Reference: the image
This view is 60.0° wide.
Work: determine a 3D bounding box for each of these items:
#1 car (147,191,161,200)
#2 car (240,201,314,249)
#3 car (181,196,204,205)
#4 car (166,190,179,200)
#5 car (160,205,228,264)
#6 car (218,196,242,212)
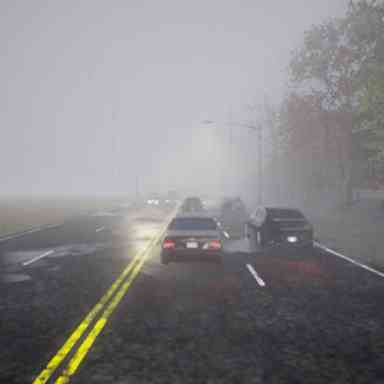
[{"bbox_3d":[-6.560,0.616,57.644,2.128,1.511,4.902,0,1,0],"label":"car"},{"bbox_3d":[3.305,1.290,13.307,1.837,1.490,4.892,0,0,1],"label":"car"},{"bbox_3d":[0.050,1.098,28.955,1.812,1.442,4.674,0,1,0],"label":"car"},{"bbox_3d":[-3.311,0.475,57.755,2.097,1.767,4.553,0,1,0],"label":"car"},{"bbox_3d":[0.023,1.385,11.099,2.033,1.411,5.357,0,1,1],"label":"car"},{"bbox_3d":[3.295,1.068,28.298,2.128,1.511,4.902,0,1,0],"label":"car"}]
